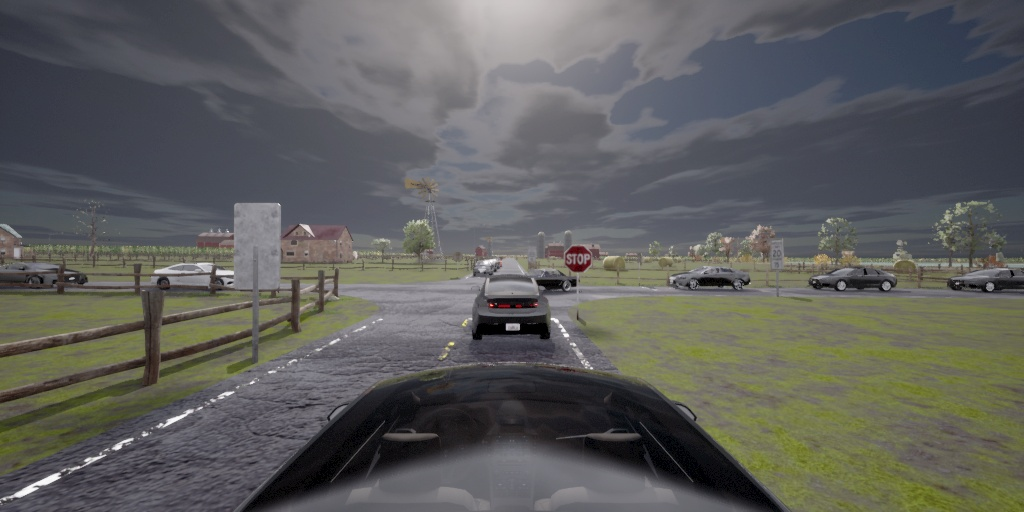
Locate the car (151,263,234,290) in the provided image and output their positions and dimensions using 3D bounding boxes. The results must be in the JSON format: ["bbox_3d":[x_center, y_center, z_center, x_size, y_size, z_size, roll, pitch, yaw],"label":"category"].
[{"bbox_3d":[-17.255,1.104,19.951,4.674,1.442,1.812,1,-1,-1],"label":"car"}]

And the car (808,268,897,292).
[{"bbox_3d":[22.186,1.499,23.466,4.892,1.490,1.837,1,-1,-1],"label":"car"}]

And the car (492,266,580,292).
[{"bbox_3d":[1.488,1.369,20.053,4.718,1.301,1.895,1,0,-35],"label":"car"}]

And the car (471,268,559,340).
[{"bbox_3d":[-0.079,1.256,10.006,1.837,1.490,4.892,0,0,-2],"label":"car"}]

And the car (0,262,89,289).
[{"bbox_3d":[-26.375,1.048,19.823,4.181,1.385,1.994,1,-1,-1],"label":"car"}]

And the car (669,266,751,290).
[{"bbox_3d":[12.785,1.396,23.289,4.902,1.511,2.128,1,-1,-2],"label":"car"}]

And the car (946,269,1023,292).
[{"bbox_3d":[31.689,1.587,23.593,4.892,1.490,1.837,1,-1,-1],"label":"car"}]

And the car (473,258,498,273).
[{"bbox_3d":[-2.882,1.243,36.691,2.128,1.511,4.902,0,0,0],"label":"car"}]

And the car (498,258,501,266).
[{"bbox_3d":[-2.880,1.241,46.136,2.128,1.511,4.902,0,0,0],"label":"car"}]
